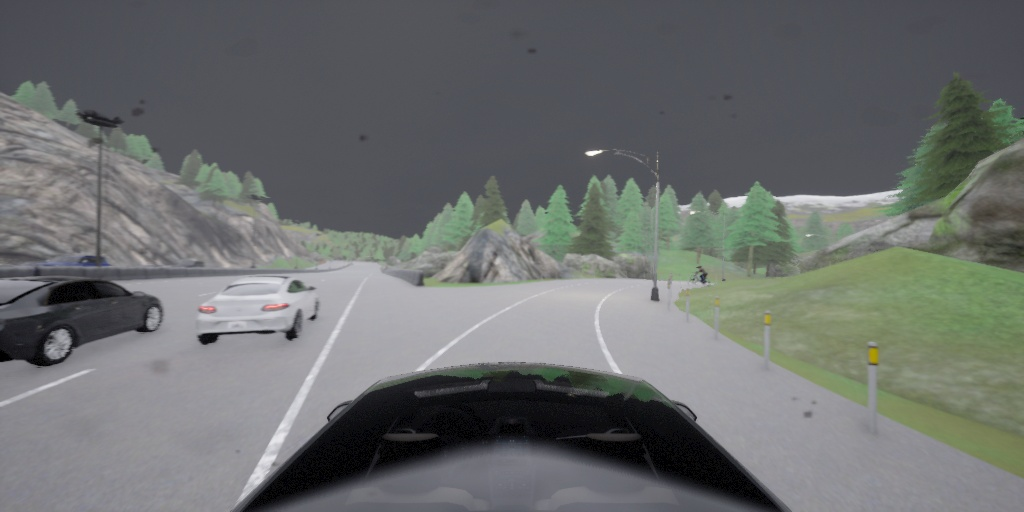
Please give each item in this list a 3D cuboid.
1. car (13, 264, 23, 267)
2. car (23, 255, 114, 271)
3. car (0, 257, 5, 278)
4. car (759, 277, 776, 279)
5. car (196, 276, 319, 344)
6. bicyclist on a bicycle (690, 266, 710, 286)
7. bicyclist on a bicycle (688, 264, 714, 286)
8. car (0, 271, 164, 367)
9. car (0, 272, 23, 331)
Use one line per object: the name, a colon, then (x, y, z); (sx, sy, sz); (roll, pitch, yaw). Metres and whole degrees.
car: (-40.853, 1.194, 31.007); (2.128, 1.511, 4.902); (1, -2, -20)
car: (-36.807, 0.933, 30.171); (2.150, 2.045, 5.566); (1, -2, -20)
car: (-43.480, 0.926, 28.062); (2.097, 1.767, 4.553); (1, -2, -20)
car: (35.354, 3.617, 48.577); (5.008, 1.535, 1.882); (6, -1, -16)
car: (-6.338, 1.235, 9.373); (1.812, 1.442, 4.674); (1, -1, -21)
bicyclist on a bicycle: (16.280, 1.700, 31.074); (1.656, 1.620, 0.582); (10, 10, 43)
bicyclist on a bicycle: (16.491, 1.682, 31.313); (1.656, 1.620, 0.582); (12, 4, 43)
car: (-9.288, 1.162, 7.282); (1.837, 1.490, 4.892); (1, 0, -21)
car: (-12.886, 1.109, 6.915); (1.812, 1.442, 4.674); (1, -1, -21)
